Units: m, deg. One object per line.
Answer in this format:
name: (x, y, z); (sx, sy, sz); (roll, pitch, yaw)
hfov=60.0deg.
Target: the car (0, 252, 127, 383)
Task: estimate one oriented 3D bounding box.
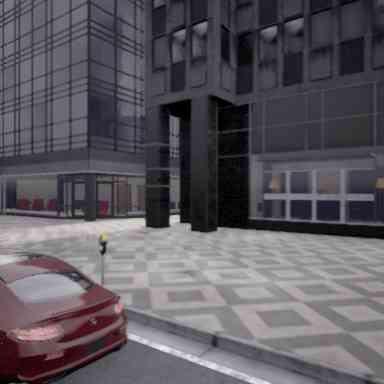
car: (-2.772, 1.578, 4.941); (4.206, 1.307, 1.802); (0, 0, 36)
